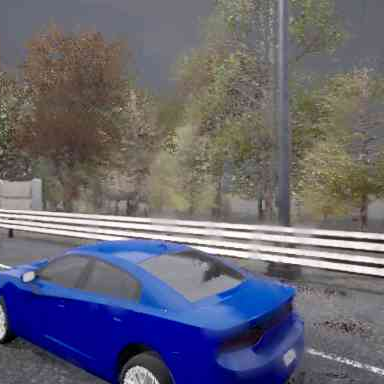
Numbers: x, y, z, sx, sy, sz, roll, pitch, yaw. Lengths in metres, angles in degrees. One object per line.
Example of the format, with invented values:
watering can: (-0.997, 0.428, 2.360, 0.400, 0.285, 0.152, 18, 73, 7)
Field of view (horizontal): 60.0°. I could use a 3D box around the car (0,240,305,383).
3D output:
car: (-1.040, 1.426, 4.685, 5.008, 1.535, 1.882, 0, 0, 37)
